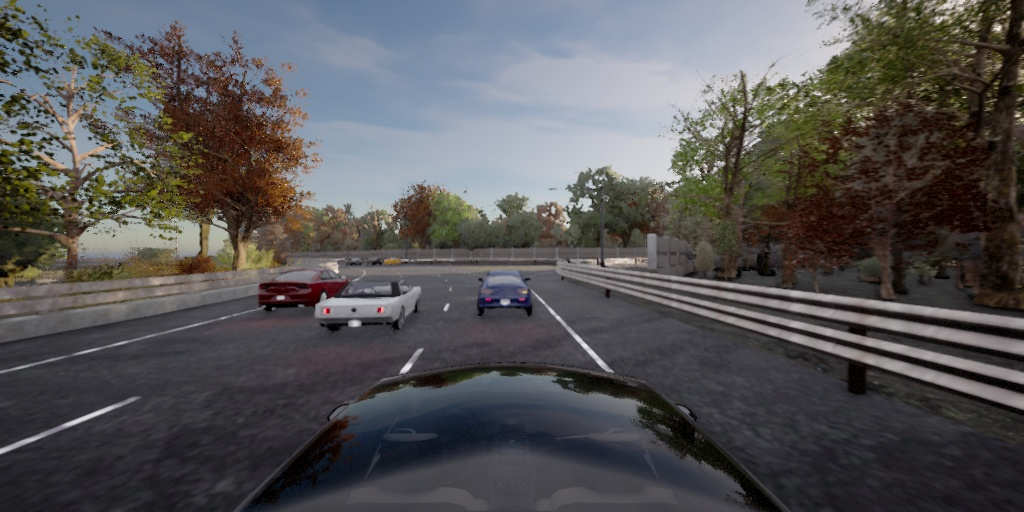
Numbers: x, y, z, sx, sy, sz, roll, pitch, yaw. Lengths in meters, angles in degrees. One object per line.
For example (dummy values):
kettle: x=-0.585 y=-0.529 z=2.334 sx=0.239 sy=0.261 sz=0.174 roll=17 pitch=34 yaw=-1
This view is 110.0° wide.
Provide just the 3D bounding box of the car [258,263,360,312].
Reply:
car: x=-7.885 y=1.211 z=14.218 sx=1.882 sy=1.535 sz=5.008 roll=0 pitch=0 yaw=-7

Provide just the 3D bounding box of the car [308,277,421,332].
car: x=-3.978 y=1.331 z=10.828 sx=1.895 sy=1.301 sz=4.718 roll=0 pitch=0 yaw=-5

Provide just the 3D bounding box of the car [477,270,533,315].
car: x=-0.281 y=1.230 z=13.257 sx=1.812 sy=1.442 sz=4.674 roll=0 pitch=0 yaw=-2
